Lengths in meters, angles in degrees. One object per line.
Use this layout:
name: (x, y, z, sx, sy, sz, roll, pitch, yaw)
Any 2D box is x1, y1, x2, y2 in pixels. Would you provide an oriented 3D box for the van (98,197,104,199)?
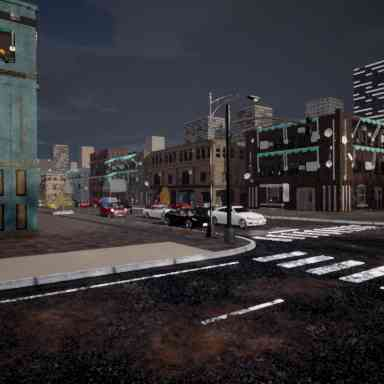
van: (-14.422, 1.907, 58.083, 1.690, 1.788, 3.998, -1, 0, -36)

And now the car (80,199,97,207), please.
car: (-20.854, 2.228, 67.091, 1.887, 1.381, 4.507, -1, 0, -36)

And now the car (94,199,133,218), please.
car: (-8.365, 1.846, 35.196, 1.967, 1.590, 4.097, -1, 0, -36)

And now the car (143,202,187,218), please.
car: (-2.860, 1.915, 31.967, 1.895, 1.301, 4.718, -1, 0, -36)

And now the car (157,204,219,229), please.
car: (-0.393, 1.815, 23.835, 1.947, 1.339, 4.313, -2, 0, -36)

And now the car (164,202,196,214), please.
car: (-1.545, 1.904, 40.070, 1.802, 1.307, 4.206, -2, 0, -36)

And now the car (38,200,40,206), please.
car: (-30.889, 2.376, 66.721, 2.008, 1.369, 4.403, -1, 0, -36)

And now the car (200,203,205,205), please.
car: (1.673, 1.810, 35.566, 2.008, 1.369, 4.403, -2, 0, -36)

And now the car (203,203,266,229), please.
car: (3.098, 1.722, 23.680, 1.812, 1.442, 4.674, -1, 0, -37)

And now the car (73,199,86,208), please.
car: (-20.578, 2.230, 62.263, 1.994, 1.385, 4.181, -1, 0, -36)

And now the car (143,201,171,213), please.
car: (-4.762, 1.966, 44.573, 1.802, 1.307, 4.206, -2, 0, -36)

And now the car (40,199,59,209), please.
car: (-24.354, 2.233, 57.575, 1.752, 1.417, 4.829, -1, 0, -36)

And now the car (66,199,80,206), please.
car: (-27.289, 2.364, 76.098, 1.947, 1.339, 4.313, -1, 0, -36)

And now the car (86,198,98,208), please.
car: (-17.641, 1.940, 62.587, 2.192, 1.841, 5.009, -1, 0, -36)
